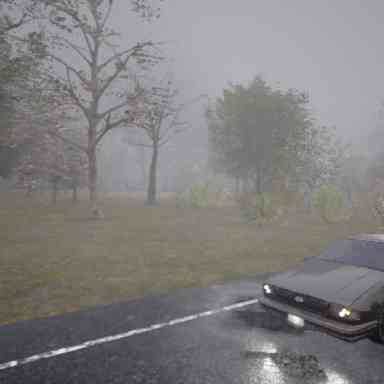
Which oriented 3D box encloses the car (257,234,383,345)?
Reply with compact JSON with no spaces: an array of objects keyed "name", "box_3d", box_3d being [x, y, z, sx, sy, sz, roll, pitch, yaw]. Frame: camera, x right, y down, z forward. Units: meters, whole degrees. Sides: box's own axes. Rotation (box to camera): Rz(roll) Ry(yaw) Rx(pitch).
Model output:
[{"name":"car","box_3d":[3.773,1.584,6.623,5.357,1.411,2.033,0,0,-35]}]
